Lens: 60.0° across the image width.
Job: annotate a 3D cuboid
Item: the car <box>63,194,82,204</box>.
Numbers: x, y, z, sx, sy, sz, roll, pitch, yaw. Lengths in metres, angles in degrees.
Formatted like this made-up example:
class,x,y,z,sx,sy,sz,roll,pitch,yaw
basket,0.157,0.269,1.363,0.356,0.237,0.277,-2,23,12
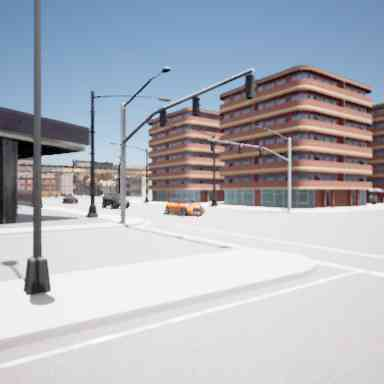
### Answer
class,x,y,z,sx,sy,sz,roll,pitch,yaw
car,-22.562,1.502,61.705,1.837,1.490,4.892,0,0,-36

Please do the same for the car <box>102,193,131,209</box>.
class,x,y,z,sx,sy,sz,roll,pitch,yaw
car,-10.340,1.210,45.004,2.150,2.045,5.566,0,1,-36

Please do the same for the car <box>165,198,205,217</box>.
class,x,y,z,sx,sy,sz,roll,pitch,yaw
car,-0.729,1.347,31.943,2.097,1.767,4.553,0,0,-36
